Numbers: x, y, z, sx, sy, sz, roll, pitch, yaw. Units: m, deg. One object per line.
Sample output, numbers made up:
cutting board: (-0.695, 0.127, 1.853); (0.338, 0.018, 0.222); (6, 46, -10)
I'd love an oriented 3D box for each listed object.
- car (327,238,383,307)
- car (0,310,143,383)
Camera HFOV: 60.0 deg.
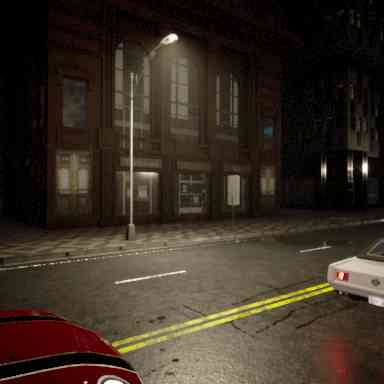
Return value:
car: (5.010, 1.595, 7.014); (4.718, 1.301, 1.895); (0, 0, -35)
car: (-2.424, 1.352, 1.710); (4.553, 1.767, 2.097); (0, 0, -36)
